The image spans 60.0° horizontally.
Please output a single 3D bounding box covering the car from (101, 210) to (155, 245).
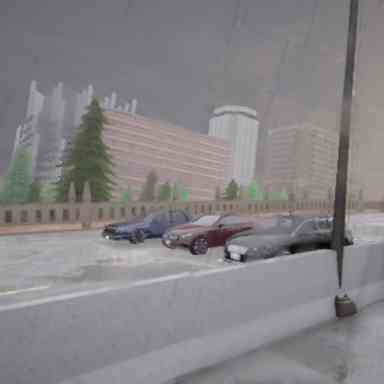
[{"bbox_3d":[-1.467,1.559,15.847,5.357,1.411,2.033,0,0,-36],"label":"car"}]

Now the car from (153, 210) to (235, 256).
[{"bbox_3d":[1.028,1.538,13.327,4.674,1.442,1.812,0,0,-36],"label":"car"}]

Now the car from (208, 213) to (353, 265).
[{"bbox_3d":[3.183,1.504,10.565,4.902,1.511,2.128,0,0,-36],"label":"car"}]
